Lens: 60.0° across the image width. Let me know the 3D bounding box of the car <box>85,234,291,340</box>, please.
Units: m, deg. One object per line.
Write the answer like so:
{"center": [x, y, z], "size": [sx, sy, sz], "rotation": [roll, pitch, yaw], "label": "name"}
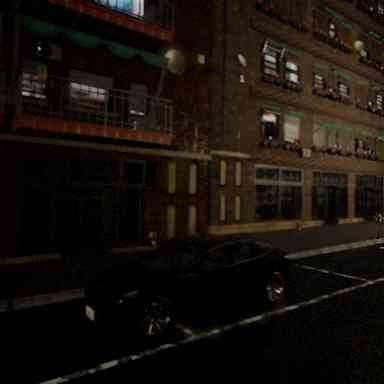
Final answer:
{"center": [0.144, 1.570, 6.604], "size": [4.313, 1.339, 1.947], "rotation": [0, 1, -35], "label": "car"}
